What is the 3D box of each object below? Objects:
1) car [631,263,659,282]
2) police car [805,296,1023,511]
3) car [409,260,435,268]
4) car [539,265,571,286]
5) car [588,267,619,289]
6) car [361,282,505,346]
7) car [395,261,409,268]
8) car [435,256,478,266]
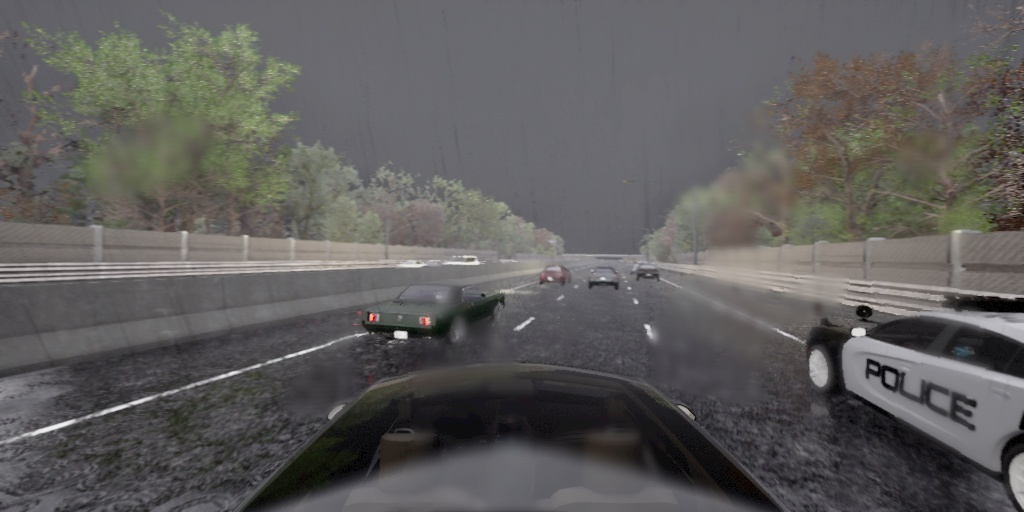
[{"bbox_3d":[12.302,1.463,32.866,1.882,1.535,5.008,1,0,16],"label":"car"},{"bbox_3d":[5.134,1.247,3.764,1.930,1.638,5.238,1,0,16],"label":"police car"},{"bbox_3d":[-8.246,1.282,38.046,2.033,1.411,5.357,1,0,16],"label":"car"},{"bbox_3d":[3.232,1.379,26.557,1.812,1.442,4.674,1,0,16],"label":"car"},{"bbox_3d":[6.429,1.454,25.019,1.994,1.385,4.181,1,0,16],"label":"car"},{"bbox_3d":[-1.669,1.348,9.519,1.895,1.301,4.718,1,0,16],"label":"car"},{"bbox_3d":[-11.244,1.227,40.277,1.812,1.442,4.674,1,0,16],"label":"car"},{"bbox_3d":[-5.156,0.992,36.112,2.150,2.045,5.566,1,0,16],"label":"car"}]
